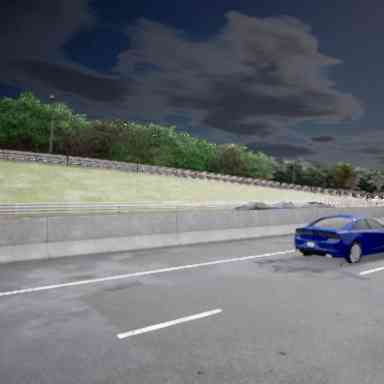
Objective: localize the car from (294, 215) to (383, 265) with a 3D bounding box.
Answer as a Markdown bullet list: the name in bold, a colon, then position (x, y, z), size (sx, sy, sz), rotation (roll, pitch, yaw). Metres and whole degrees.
- **car**: position (5.875, 1.573, 12.244), size (5.008, 1.535, 1.882), rotation (1, 0, -35)

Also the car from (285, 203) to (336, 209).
- **car**: position (10.645, 1.688, 28.864), size (5.008, 1.535, 1.882), rotation (1, 0, -36)

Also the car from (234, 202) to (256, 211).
- **car**: position (6.402, 1.733, 34.433), size (4.674, 1.442, 1.812), rotation (1, 0, -36)

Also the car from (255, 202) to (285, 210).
- **car**: position (8.520, 1.734, 31.646), size (4.674, 1.442, 1.812), rotation (1, 0, -36)
